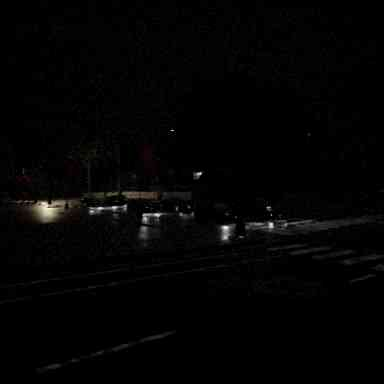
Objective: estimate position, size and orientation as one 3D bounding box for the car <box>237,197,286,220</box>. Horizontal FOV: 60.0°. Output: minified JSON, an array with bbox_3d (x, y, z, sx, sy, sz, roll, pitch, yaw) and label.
[{"bbox_3d":[5.225,1.210,26.628,2.097,1.767,4.553,-3,2,-37],"label":"car"}]

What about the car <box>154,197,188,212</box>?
[{"bbox_3d":[-1.738,1.318,36.384,2.128,1.511,4.902,-2,2,-35],"label":"car"}]

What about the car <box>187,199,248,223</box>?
[{"bbox_3d":[1.867,1.497,25.673,1.812,1.442,4.674,-2,2,-34],"label":"car"}]

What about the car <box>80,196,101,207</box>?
[{"bbox_3d":[-15.324,1.425,50.112,2.128,1.511,4.902,-3,2,-35],"label":"car"}]

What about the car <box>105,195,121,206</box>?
[{"bbox_3d":[-11.783,1.293,50.705,1.837,1.490,4.892,-2,1,-35],"label":"car"}]

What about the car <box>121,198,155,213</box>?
[{"bbox_3d":[-5.498,1.440,36.076,1.837,1.490,4.892,-3,2,-35],"label":"car"}]
